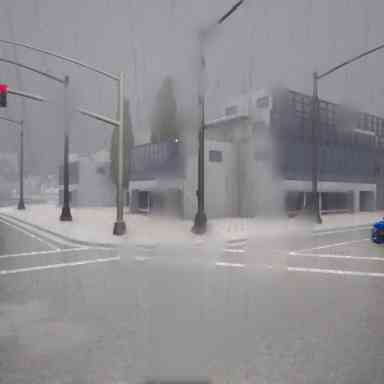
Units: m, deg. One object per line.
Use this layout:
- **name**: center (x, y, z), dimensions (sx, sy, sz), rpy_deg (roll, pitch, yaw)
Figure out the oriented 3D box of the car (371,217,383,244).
- **car**: center (9.966, 1.543, 14.970), dimensions (5.008, 1.535, 1.882), rpy_deg (0, 0, -37)
